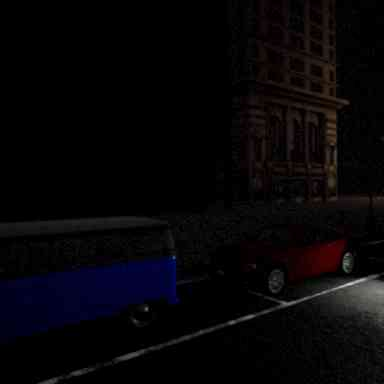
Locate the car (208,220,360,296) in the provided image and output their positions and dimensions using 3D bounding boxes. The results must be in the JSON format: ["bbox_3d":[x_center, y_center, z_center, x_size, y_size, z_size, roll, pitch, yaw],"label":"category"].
[{"bbox_3d":[2.448,1.452,8.423,4.507,1.381,1.887,-1,0,-36],"label":"car"}]

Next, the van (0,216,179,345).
[{"bbox_3d":[-2.136,1.326,5.133,3.998,1.788,1.690,-1,0,-36],"label":"van"}]
